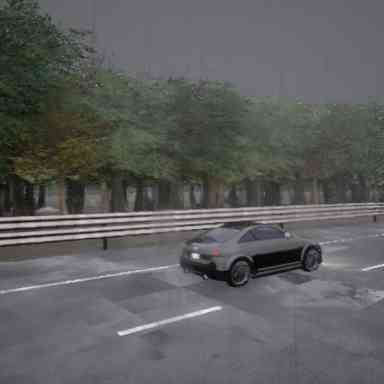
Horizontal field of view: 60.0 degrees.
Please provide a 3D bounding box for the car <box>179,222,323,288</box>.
[{"bbox_3d":[1.721,1.528,9.241,4.181,1.385,1.994,0,0,-35],"label":"car"}]
